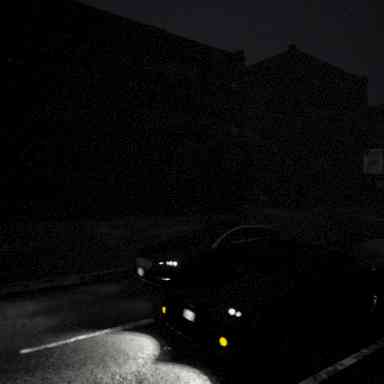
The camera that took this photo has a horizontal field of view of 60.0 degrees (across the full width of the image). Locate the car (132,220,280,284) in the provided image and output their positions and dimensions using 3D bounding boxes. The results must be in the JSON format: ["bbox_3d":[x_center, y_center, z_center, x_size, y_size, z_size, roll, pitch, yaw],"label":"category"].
[{"bbox_3d":[0.832,1.539,8.895,4.902,1.511,2.128,1,0,-36],"label":"car"}]

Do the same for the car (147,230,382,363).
[{"bbox_3d":[1.569,1.601,5.970,4.181,1.385,1.994,1,0,-36],"label":"car"}]
